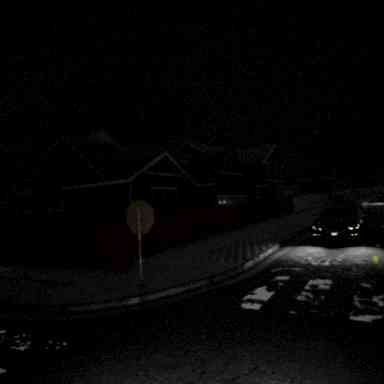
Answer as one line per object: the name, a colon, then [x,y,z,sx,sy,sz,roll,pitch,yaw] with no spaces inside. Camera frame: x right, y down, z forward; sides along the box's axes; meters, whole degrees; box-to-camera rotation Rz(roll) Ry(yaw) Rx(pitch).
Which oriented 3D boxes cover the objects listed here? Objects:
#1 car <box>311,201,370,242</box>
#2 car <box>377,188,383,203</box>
car: [6.376,1.177,14.112,1.837,1.490,4.892,-5,0,31]
car: [21.202,0.184,35.571,1.812,1.442,4.674,-6,-1,39]
